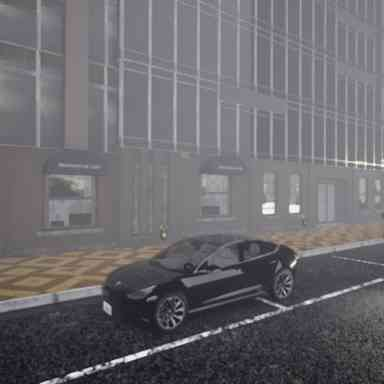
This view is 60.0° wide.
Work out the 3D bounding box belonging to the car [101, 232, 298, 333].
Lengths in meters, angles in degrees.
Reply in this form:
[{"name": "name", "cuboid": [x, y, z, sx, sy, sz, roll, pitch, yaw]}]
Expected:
[{"name": "car", "cuboid": [0.369, 1.563, 6.798, 4.313, 1.339, 1.947, 0, 1, -35]}]
